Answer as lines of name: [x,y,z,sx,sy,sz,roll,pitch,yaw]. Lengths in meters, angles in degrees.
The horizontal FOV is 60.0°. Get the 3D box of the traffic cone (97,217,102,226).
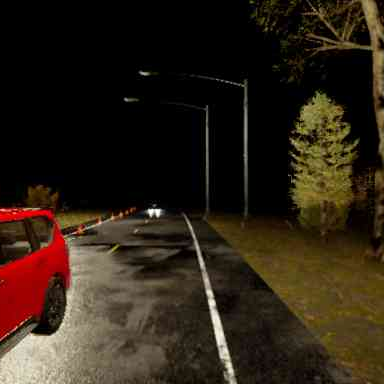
traffic cone: [-6.824,2.178,24.606,0.340,0.580,0.340,0,0,-3]

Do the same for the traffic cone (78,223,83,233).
traffic cone: [-6.609,2.136,19.634,0.340,0.580,0.340,0,0,-2]

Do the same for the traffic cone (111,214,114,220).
traffic cone: [-7.081,2.218,29.576,0.340,0.580,0.340,0,0,-3]

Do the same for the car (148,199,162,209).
car: [-5.837,1.902,51.951,2.128,1.511,4.902,0,0,-6]

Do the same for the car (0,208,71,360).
car: [-3.246,1.264,3.898,2.150,2.045,5.566,0,-1,-1]

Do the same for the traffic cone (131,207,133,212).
traffic cone: [-8.081,2.327,44.471,0.340,0.580,0.340,0,0,-5]
